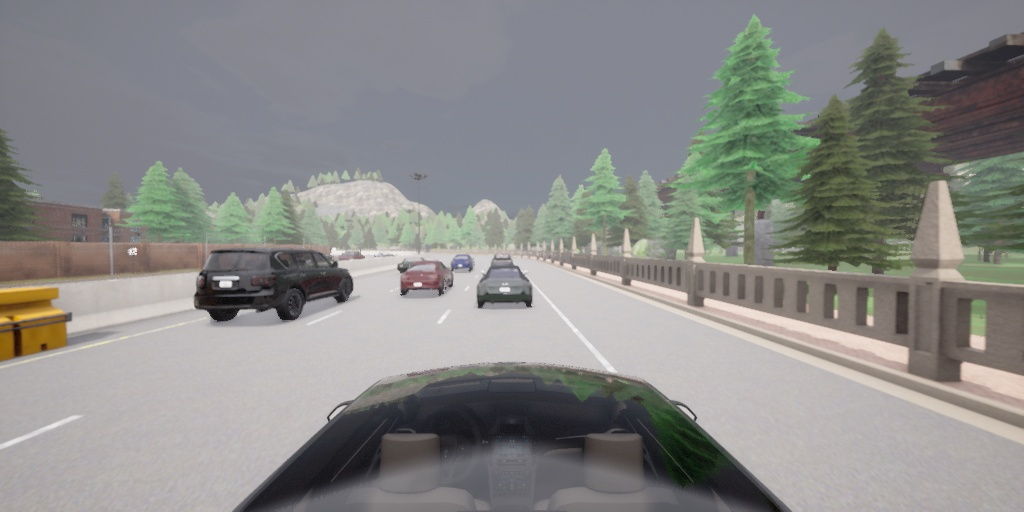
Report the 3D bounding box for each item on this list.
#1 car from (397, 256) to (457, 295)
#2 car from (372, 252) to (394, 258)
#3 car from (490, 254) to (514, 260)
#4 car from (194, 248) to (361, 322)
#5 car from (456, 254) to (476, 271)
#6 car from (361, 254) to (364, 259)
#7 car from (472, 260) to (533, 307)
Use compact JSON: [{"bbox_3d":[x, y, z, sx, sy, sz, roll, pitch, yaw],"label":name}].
[{"bbox_3d":[-3.882,0.935,16.766,1.812,1.442,4.674,0,1,-2],"label":"car"},{"bbox_3d":[-15.501,0.330,43.107,2.128,1.511,4.902,0,1,-3],"label":"car"},{"bbox_3d":[-0.844,0.544,31.117,2.128,1.511,4.902,0,1,-2],"label":"car"},{"bbox_3d":[-7.237,0.764,11.678,2.150,2.045,5.566,0,1,-1],"label":"car"},{"bbox_3d":[-4.378,0.574,32.016,1.812,1.442,4.674,0,1,-2],"label":"car"},{"bbox_3d":[-18.949,0.237,41.859,2.097,1.767,4.553,0,1,-3],"label":"car"},{"bbox_3d":[-0.287,1.027,13.806,1.994,1.385,4.181,0,1,-1],"label":"car"}]
